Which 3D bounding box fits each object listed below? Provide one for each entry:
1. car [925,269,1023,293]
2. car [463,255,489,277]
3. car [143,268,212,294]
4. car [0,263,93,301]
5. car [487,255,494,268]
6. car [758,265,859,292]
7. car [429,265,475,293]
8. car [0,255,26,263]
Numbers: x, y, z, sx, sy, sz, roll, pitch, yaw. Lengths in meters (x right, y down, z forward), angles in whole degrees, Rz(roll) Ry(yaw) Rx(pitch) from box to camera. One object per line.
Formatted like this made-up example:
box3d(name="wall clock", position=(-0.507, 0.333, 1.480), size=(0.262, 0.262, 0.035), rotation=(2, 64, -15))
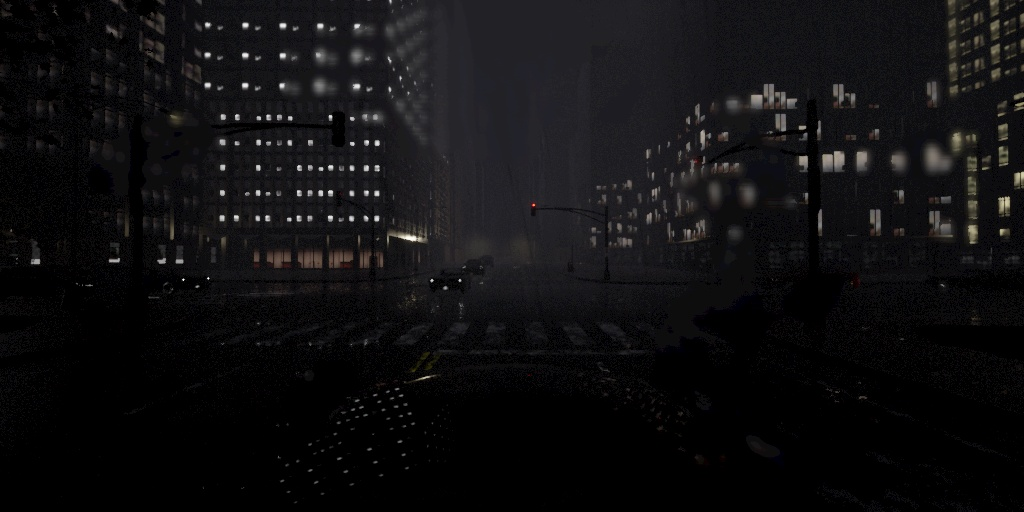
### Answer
box3d(name="car", position=(27.131, 1.415, 20.687), size=(4.718, 1.301, 1.895), rotation=(0, -1, 1))
box3d(name="car", position=(-3.742, 1.090, 35.727), size=(2.097, 1.767, 4.553), rotation=(0, 0, -1))
box3d(name="car", position=(-18.887, 1.306, 19.087), size=(4.718, 1.301, 1.895), rotation=(0, -1, 2))
box3d(name="car", position=(-20.246, 1.160, 15.879), size=(4.892, 1.490, 1.837), rotation=(0, -1, 2))
box3d(name="car", position=(-4.135, 0.861, 59.179), size=(2.150, 2.045, 5.566), rotation=(0, 0, -1))
box3d(name="car", position=(17.192, 1.280, 20.964), size=(5.008, 1.535, 1.882), rotation=(0, -1, 2))
box3d(name="car", position=(-3.415, 1.358, 20.414), size=(1.895, 1.301, 4.718), rotation=(0, -1, -1))
box3d(name="car", position=(-28.643, 0.913, 19.389), size=(5.566, 2.045, 2.150), rotation=(0, -1, 2))
